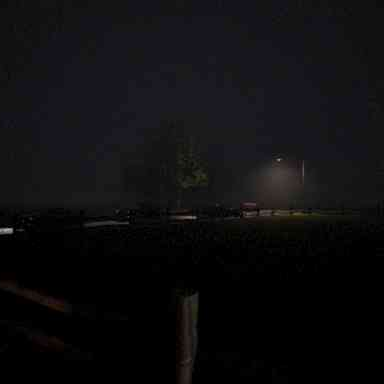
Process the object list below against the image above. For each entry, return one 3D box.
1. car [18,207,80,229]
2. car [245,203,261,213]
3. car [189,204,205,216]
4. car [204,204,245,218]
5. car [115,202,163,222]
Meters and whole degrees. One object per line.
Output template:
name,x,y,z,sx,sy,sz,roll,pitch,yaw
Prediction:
car,-10.012,1.799,23.648,1.994,1.385,4.181,0,-1,38
car,8.054,2.227,46.810,1.994,1.385,4.181,0,-1,38
car,1.862,2.067,38.909,2.033,1.411,5.357,0,-1,38
car,3.652,2.076,36.411,1.994,1.385,4.181,0,-1,38
car,-4.765,1.716,30.392,2.097,1.767,4.553,0,-1,38
